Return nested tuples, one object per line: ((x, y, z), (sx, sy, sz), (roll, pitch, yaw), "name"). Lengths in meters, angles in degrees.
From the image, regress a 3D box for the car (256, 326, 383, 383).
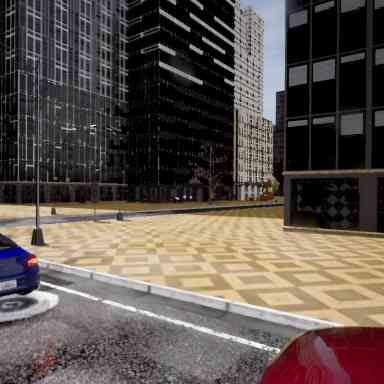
((2.405, 1.564, 1.961), (4.181, 1.385, 1.994), (0, 0, 35), "car")

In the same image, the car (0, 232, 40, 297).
((-5.196, 1.523, 7.390), (4.674, 1.442, 1.812), (0, 0, 36), "car")
